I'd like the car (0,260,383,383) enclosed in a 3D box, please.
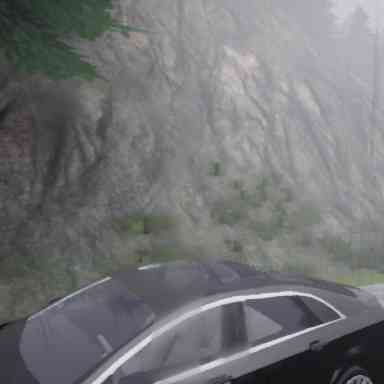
[{"bbox_3d":[-0.249,1.462,2.904,4.902,1.511,2.128,0,1,-31],"label":"car"}]
